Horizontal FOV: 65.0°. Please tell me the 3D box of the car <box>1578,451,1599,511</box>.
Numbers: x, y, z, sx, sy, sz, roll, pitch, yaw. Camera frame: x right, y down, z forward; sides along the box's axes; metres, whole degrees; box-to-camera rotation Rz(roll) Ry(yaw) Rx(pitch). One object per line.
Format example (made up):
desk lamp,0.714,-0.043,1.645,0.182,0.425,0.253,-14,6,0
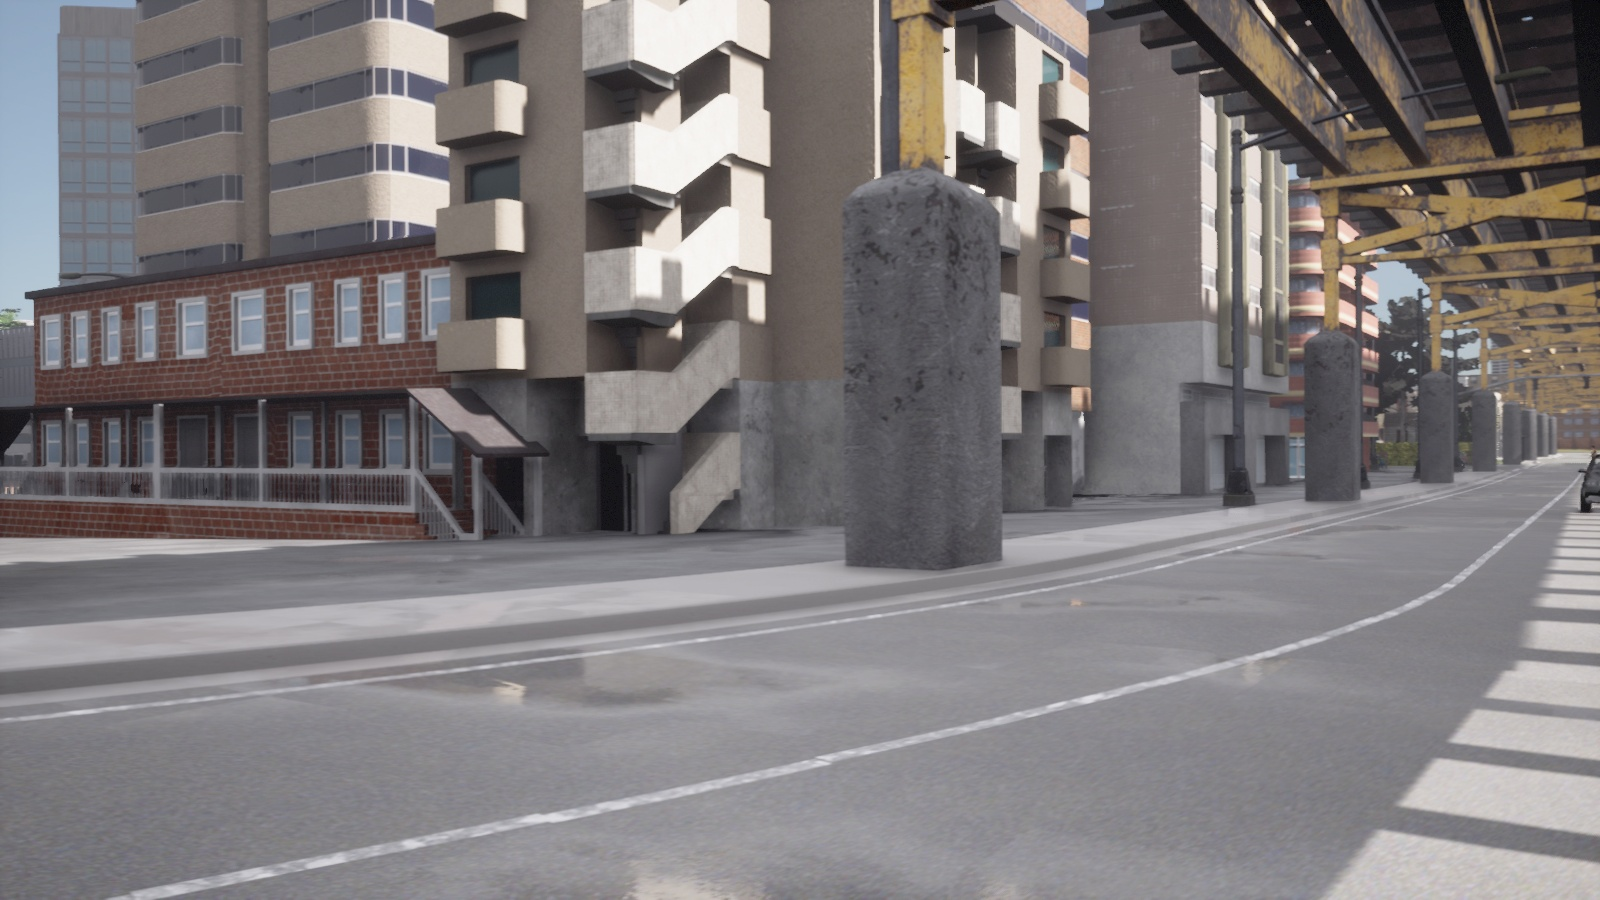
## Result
car,21.991,0.801,33.724,1.789,1.549,3.705,-1,0,33
